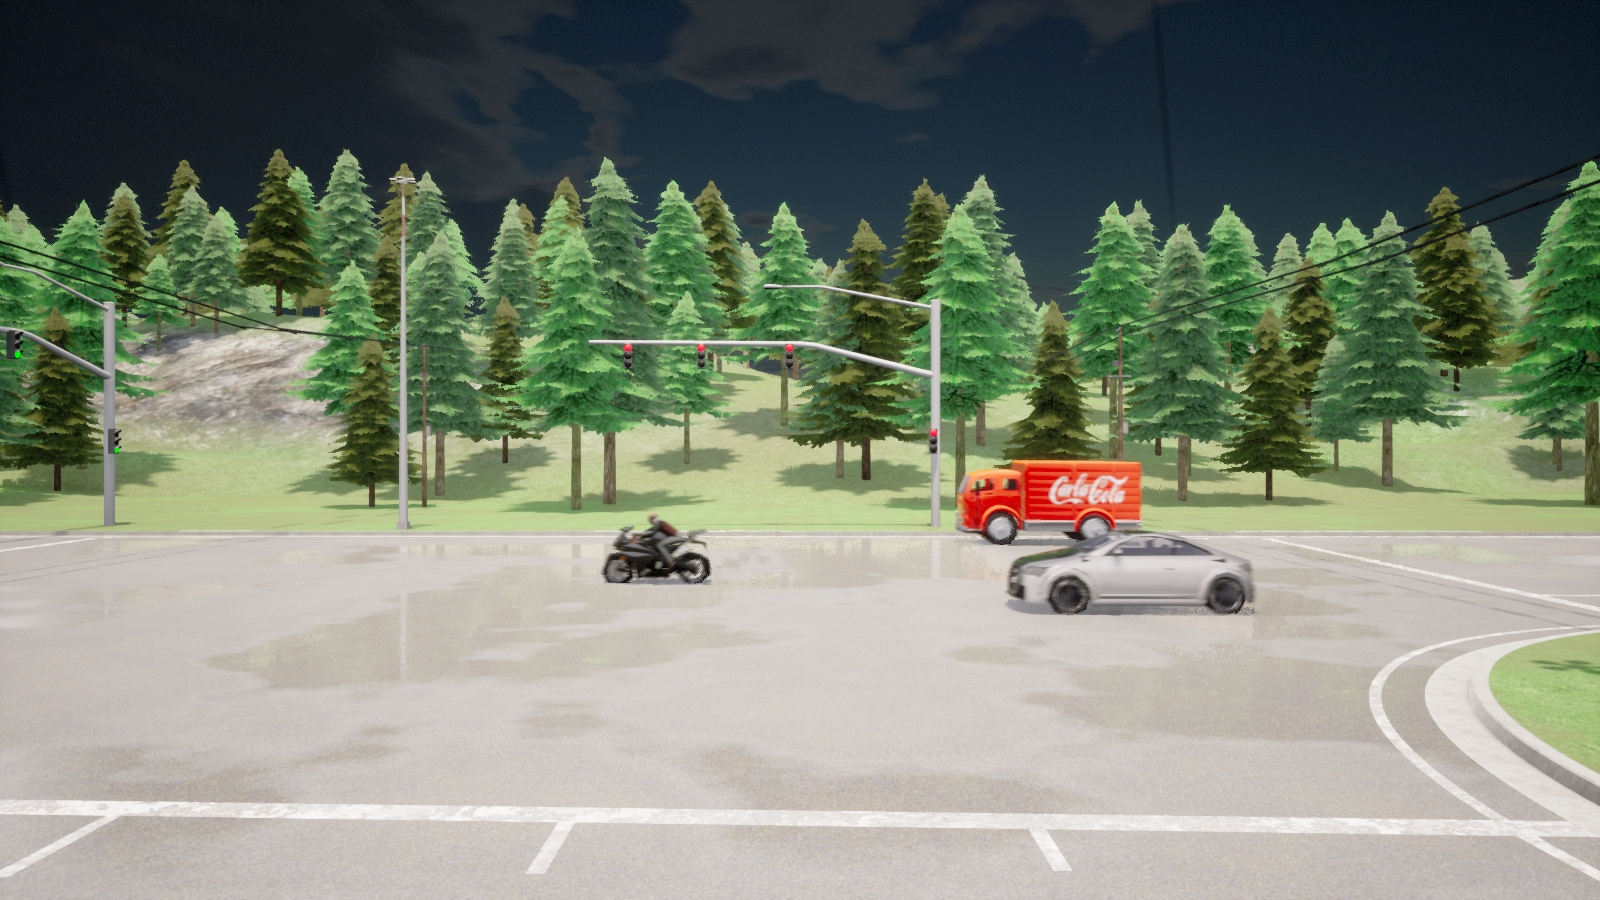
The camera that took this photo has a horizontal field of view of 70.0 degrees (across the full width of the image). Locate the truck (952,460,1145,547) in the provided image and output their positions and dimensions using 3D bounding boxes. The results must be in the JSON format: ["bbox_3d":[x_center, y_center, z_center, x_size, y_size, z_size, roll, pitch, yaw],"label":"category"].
[{"bbox_3d":[7.316,1.547,34.182,5.204,2.467,2.627,0,0,0],"label":"truck"}]

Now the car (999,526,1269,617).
[{"bbox_3d":[5.785,2.105,20.192,4.181,1.385,1.994,0,0,0],"label":"car"}]

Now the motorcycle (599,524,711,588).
[{"bbox_3d":[-2.998,2.189,23.746,2.209,1.251,0.867,0,0,0],"label":"motorcycle"}]
